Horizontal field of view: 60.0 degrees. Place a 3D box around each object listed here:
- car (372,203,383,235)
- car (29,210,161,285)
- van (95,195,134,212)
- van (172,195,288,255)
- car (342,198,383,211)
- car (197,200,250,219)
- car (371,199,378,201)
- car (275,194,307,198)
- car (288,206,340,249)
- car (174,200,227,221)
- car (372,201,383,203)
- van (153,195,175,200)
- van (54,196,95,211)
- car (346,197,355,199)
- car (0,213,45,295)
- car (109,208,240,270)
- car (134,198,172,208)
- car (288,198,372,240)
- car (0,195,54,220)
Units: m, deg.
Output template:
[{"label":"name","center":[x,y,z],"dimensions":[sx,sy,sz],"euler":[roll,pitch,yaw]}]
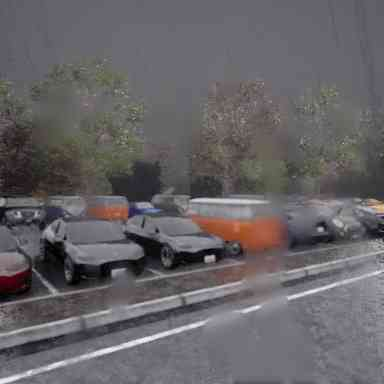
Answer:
[{"label":"car","center":[8.175,1.472,17.954],"dimensions":[2.231,1.521,4.892],"euler":[0,0,-35]},{"label":"car","center":[-3.131,1.522,9.900],"dimensions":[2.163,1.488,4.792],"euler":[0,0,-35]},{"label":"van","center":[-6.201,1.254,23.940],"dimensions":[1.878,1.987,4.442],"euler":[0,0,-35]},{"label":"van","center":[1.311,1.255,13.233],"dimensions":[1.878,1.987,4.442],"euler":[0,0,-35]},{"label":"car","center":[23.126,1.628,44.610],"dimensions":[2.097,1.535,5.008],"euler":[0,0,-35]},{"label":"car","center":[2.777,1.505,30.206],"dimensions":[2.163,1.488,4.792],"euler":[0,0,-35]},{"label":"car","center":[12.698,1.485,20.946],"dimensions":[1.946,1.575,5.366],"euler":[0,0,-35]},{"label":"car","center":[9.656,1.270,35.089],"dimensions":[2.435,2.045,5.566],"euler":[0,0,-35]},{"label":"car","center":[3.626,1.504,14.769],"dimensions":[2.163,1.488,4.792],"euler":[0,0,-35]},{"label":"car","center":[0.625,1.499,28.678],"dimensions":[2.163,1.488,4.792],"euler":[0,0,-35]},{"label":"car","center":[10.320,1.474,19.713],"dimensions":[1.946,1.575,5.366],"euler":[0,0,-35]},{"label":"van","center":[-1.540,1.244,26.973],"dimensions":[1.878,1.987,4.442],"euler":[0,0,-36]},{"label":"van","center":[-8.325,1.260,22.146],"dimensions":[1.878,1.987,4.442],"euler":[0,0,-35]},{"label":"car","center":[16.449,1.616,39.872],"dimensions":[2.002,1.452,4.674],"euler":[0,0,-35]},{"label":"car","center":[-5.395,1.529,8.293],"dimensions":[2.163,1.488,4.792],"euler":[0,0,-35]},{"label":"car","center":[-0.868,1.516,11.507],"dimensions":[2.163,1.488,4.792],"euler":[0,0,-35]},{"label":"car","center":[-3.877,1.473,25.453],"dimensions":[2.097,1.535,5.008],"euler":[0,0,-35]},{"label":"car","center":[5.886,1.345,16.376],"dimensions":[2.185,1.767,4.553],"euler":[0,0,-35]},{"label":"car","center":[-10.634,1.240,20.616],"dimensions":[2.435,2.045,5.566],"euler":[0,0,-35]}]
